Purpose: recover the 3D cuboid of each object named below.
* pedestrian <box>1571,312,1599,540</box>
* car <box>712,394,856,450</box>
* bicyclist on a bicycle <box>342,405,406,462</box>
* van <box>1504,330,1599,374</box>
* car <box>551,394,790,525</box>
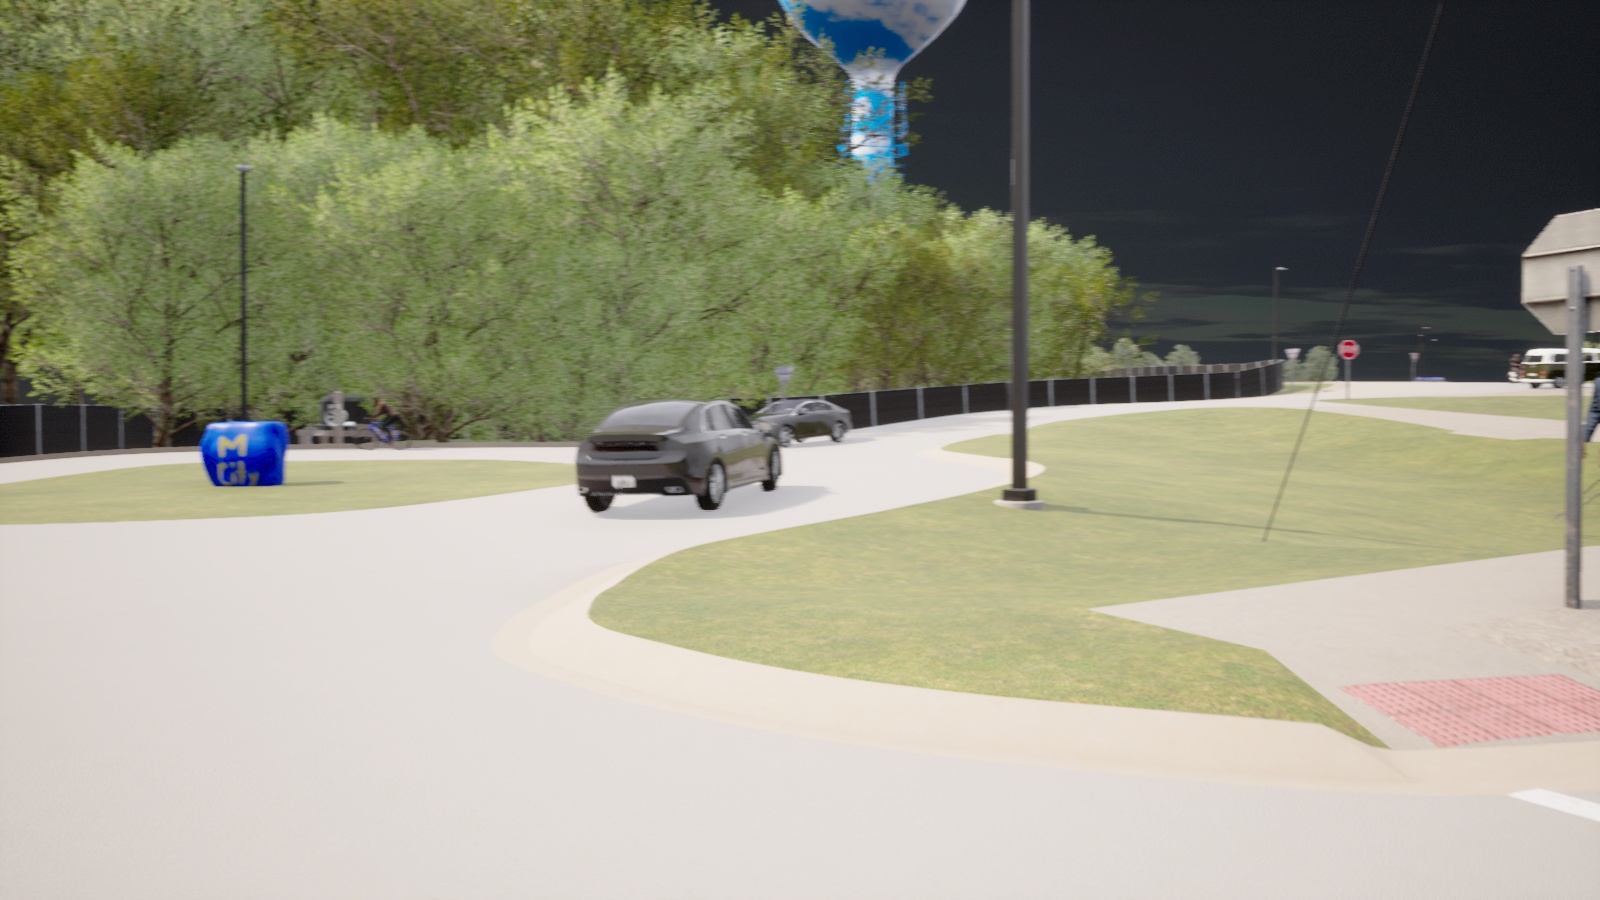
[{"bbox_3d":[7.125,-0.212,10.937,0.788,1.949,0.423,-2,1,-37],"label":"pedestrian"},{"bbox_3d":[-0.449,-0.953,41.582,2.128,1.511,4.902,-1,4,38],"label":"car"},{"bbox_3d":[-12.730,-0.506,37.564,1.656,1.620,0.582,-2,3,-4],"label":"bicyclist on a bicycle"},{"bbox_3d":[38.727,-5.020,64.184,4.480,2.038,2.069,-4,4,-12],"label":"van"},{"bbox_3d":[-1.687,0.031,18.396,1.837,1.490,4.892,-2,4,14],"label":"car"}]
